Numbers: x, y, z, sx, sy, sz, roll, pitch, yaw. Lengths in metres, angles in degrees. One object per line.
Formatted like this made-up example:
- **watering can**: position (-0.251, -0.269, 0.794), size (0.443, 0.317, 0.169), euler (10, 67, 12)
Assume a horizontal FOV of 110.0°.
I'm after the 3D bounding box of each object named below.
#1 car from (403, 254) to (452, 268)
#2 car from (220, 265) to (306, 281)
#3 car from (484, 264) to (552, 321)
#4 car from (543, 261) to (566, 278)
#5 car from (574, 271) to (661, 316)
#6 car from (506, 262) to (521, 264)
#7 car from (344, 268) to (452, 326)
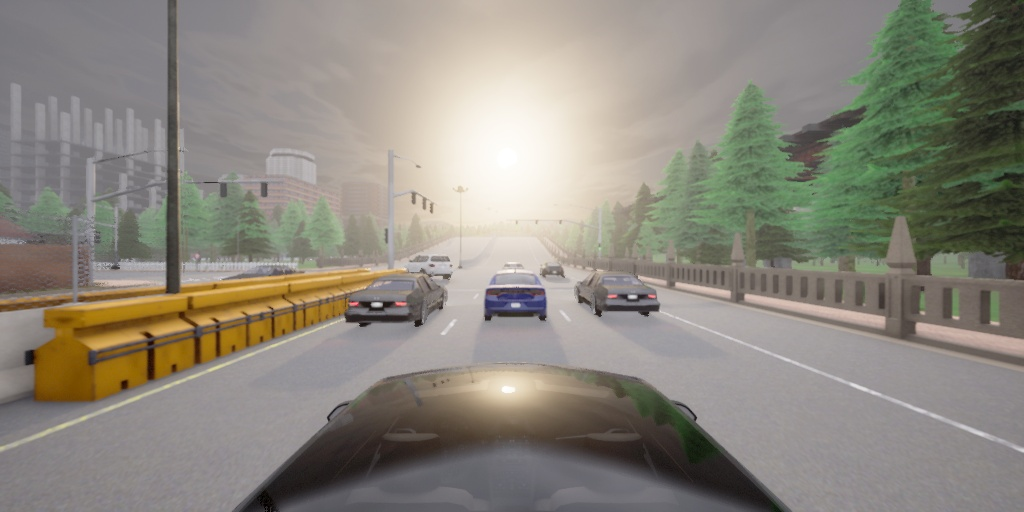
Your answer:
- **car**: position (-6.941, 0.897, 29.270), size (2.150, 2.045, 5.566), euler (1, -1, -39)
- **car**: position (-13.993, 1.254, 20.655), size (2.033, 1.411, 5.357), euler (0, 0, 0)
- **car**: position (0.103, 1.199, 12.374), size (1.882, 1.535, 5.008), euler (0, 0, 0)
- **car**: position (3.602, 1.194, 32.668), size (1.812, 1.442, 4.674), euler (0, 0, 0)
- **car**: position (3.604, 1.267, 13.224), size (2.033, 1.411, 5.357), euler (0, 0, 0)
- **car**: position (0.109, 1.223, 29.597), size (2.033, 1.411, 5.357), euler (0, 0, 0)
- **car**: position (-3.396, 1.271, 11.530), size (2.033, 1.411, 5.357), euler (0, 0, 0)
